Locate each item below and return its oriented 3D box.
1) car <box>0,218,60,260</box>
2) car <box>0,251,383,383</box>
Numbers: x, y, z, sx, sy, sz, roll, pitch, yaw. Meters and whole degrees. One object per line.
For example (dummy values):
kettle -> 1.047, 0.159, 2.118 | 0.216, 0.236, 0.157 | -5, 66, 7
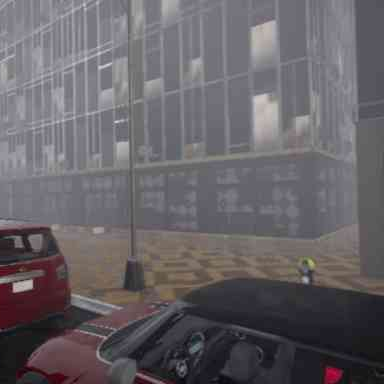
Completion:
car -> -4.240, 1.389, 5.917 | 5.009, 1.841, 2.192 | -1, -1, 36
car -> 0.354, 1.453, 2.638 | 4.097, 1.590, 1.967 | -1, -1, 36
